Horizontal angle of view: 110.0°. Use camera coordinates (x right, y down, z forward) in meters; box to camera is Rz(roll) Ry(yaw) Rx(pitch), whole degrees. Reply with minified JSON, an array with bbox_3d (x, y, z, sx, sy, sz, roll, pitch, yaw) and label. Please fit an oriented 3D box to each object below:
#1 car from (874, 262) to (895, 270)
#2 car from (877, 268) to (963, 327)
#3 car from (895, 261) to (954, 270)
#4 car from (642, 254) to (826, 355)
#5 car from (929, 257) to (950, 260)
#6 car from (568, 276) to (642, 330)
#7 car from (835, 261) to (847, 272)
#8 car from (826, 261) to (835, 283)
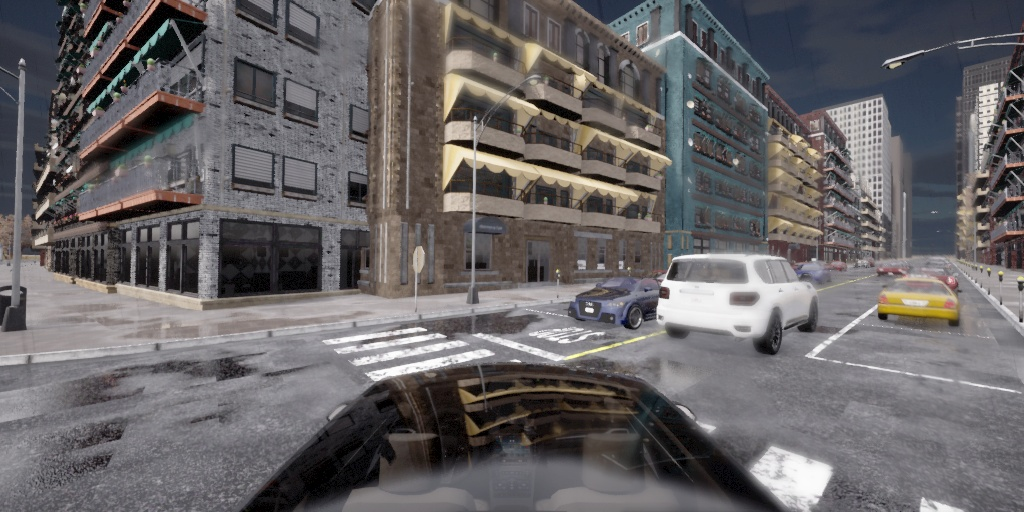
[{"bbox_3d":[36.416,1.367,34.224,4.718,1.301,1.895,0,0,-40],"label":"car"},{"bbox_3d":[13.009,1.279,11.467,4.829,1.417,1.751,0,0,-40],"label":"car"},{"bbox_3d":[21.414,1.198,18.424,4.097,1.591,1.967,0,0,-40],"label":"car"},{"bbox_3d":[5.820,0.978,9.013,5.566,2.045,2.150,0,0,-40],"label":"car"},{"bbox_3d":[47.022,1.198,39.623,4.097,1.591,1.967,0,0,-40],"label":"car"},{"bbox_3d":[3.689,1.329,11.273,4.181,1.385,1.994,0,0,-40],"label":"car"},{"bbox_3d":[41.638,1.325,46.047,4.507,1.381,1.888,0,0,-40],"label":"car"},{"bbox_3d":[21.988,1.301,26.396,4.674,1.442,1.812,-1,0,-40],"label":"car"}]
